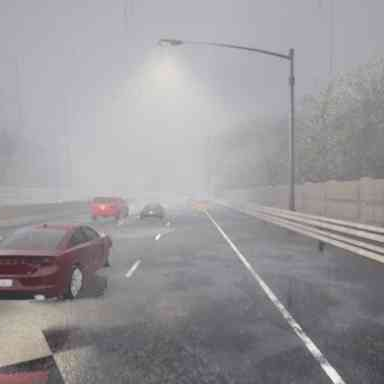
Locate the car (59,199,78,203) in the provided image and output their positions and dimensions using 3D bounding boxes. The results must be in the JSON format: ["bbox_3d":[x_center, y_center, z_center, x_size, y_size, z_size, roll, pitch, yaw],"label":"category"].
[{"bbox_3d":[-21.042,1.849,58.130,1.994,1.385,4.181,0,0,1],"label":"car"}]

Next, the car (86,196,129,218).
[{"bbox_3d":[-6.909,1.343,28.387,2.150,2.045,5.566,0,0,0],"label":"car"}]

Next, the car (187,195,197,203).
[{"bbox_3d":[-0.010,1.599,76.387,2.097,1.767,4.553,0,0,0],"label":"car"}]

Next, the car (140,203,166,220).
[{"bbox_3d":[-3.401,1.692,29.755,1.994,1.385,4.181,0,0,0],"label":"car"}]

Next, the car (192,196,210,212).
[{"bbox_3d":[1.219,1.645,41.158,1.801,1.575,5.366,0,0,0],"label":"car"}]

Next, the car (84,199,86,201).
[{"bbox_3d":[-17.544,1.639,58.310,2.097,1.767,4.553,0,0,1],"label":"car"}]

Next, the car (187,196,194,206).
[{"bbox_3d":[-0.008,1.897,59.767,1.895,1.301,4.718,0,0,0],"label":"car"}]

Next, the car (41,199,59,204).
[{"bbox_3d":[-24.526,1.885,57.949,1.895,1.301,4.718,0,0,0],"label":"car"}]

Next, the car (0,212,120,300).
[{"bbox_3d":[-3.400,1.514,8.529,1.882,1.535,5.008,0,0,0],"label":"car"}]
